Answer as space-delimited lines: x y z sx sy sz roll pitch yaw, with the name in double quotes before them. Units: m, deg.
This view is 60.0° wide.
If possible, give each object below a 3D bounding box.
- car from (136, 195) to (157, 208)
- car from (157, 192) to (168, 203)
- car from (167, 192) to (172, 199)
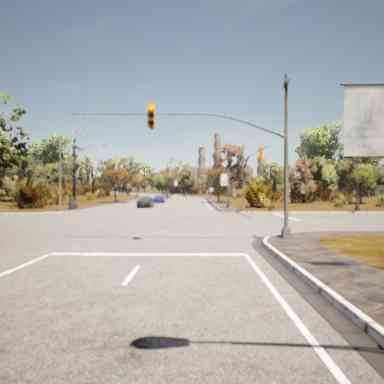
"car" -6.421 1.390 45.980 1.882 1.535 5.008 0 0 1
"car" -6.141 1.303 62.300 1.882 1.535 5.008 0 1 1
"car" -5.933 0.756 78.267 2.097 1.767 4.553 0 1 0
